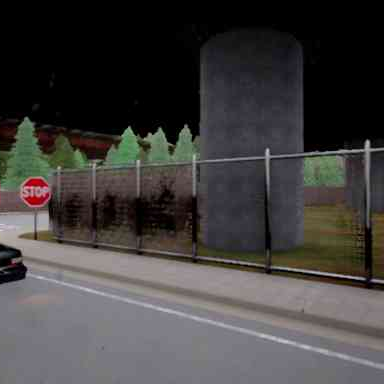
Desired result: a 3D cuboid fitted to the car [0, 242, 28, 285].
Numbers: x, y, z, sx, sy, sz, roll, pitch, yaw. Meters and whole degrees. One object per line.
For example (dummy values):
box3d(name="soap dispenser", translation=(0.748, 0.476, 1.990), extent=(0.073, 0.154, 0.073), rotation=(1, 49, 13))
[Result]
box3d(name="car", translation=(-6.306, 1.591, 8.422), extent=(5.357, 1.411, 2.033), rotation=(0, 0, 36))
